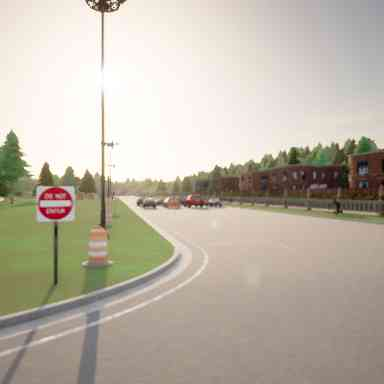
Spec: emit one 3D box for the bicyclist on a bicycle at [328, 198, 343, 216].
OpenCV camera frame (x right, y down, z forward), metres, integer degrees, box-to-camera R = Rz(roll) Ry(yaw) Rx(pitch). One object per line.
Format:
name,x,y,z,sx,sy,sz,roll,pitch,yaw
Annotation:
bicyclist on a bicycle,13.173,1.401,30.554,1.656,1.620,0.582,0,0,-13

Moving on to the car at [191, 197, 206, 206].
car,1.187,1.790,63.721,1.837,1.490,4.892,0,0,-13

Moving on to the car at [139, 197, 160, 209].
car,-6.595,1.757,51.179,1.837,1.490,4.892,0,0,-13

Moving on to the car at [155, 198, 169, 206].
car,-5.626,1.863,62.117,1.994,1.385,4.181,0,0,-13

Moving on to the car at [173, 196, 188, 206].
car,-2.213,1.644,62.891,2.097,1.767,4.553,0,0,-13

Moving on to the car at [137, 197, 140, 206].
car,-9.027,1.658,61.286,2.097,1.767,4.553,0,0,-13

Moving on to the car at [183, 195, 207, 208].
car,0.238,1.460,52.701,2.150,2.045,5.566,0,0,-13

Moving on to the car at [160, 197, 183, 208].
car,-3.229,1.599,52.169,2.097,1.767,4.553,0,0,-13

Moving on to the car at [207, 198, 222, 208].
car,3.537,1.760,53.972,1.812,1.442,4.674,0,0,-12
